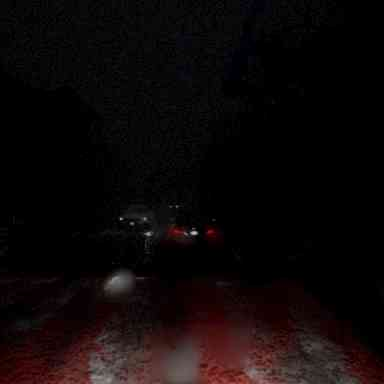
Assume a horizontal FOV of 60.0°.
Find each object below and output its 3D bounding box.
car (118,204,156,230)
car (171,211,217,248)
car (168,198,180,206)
[{"bbox_3d":[-3.386,1.509,21.146,1.812,1.442,4.674,0,0,0],"label":"car"},{"bbox_3d":[0.070,1.537,14.570,2.033,1.411,5.357,0,0,0],"label":"car"},{"bbox_3d":[-3.272,1.819,61.796,1.994,1.385,4.181,0,-1,1],"label":"car"}]
